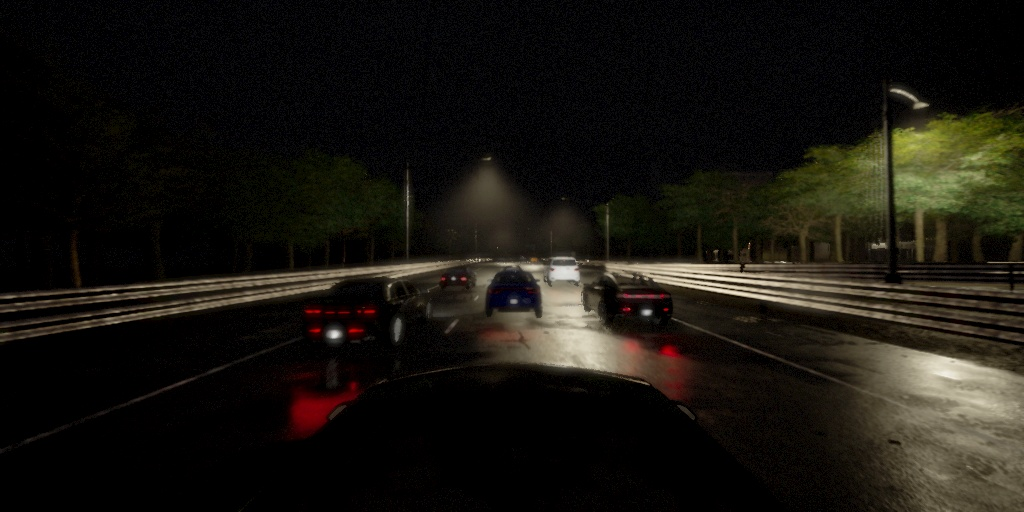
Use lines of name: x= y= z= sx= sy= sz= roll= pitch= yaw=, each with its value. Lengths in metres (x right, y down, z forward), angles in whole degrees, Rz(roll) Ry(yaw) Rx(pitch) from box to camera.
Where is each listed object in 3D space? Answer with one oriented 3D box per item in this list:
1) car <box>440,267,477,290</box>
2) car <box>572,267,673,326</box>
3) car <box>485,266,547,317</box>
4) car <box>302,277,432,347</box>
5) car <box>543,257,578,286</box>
car: x=-3.461 y=1.403 z=23.805 sx=2.033 sy=1.411 sz=5.357 roll=0 pitch=0 yaw=0
car: x=3.564 y=1.296 z=11.856 sx=2.128 sy=1.511 sz=4.902 roll=0 pitch=0 yaw=0
car: x=0.073 y=1.292 z=13.559 sx=1.882 sy=1.535 sz=5.008 roll=0 pitch=-1 yaw=0
car: x=-3.453 y=1.297 z=9.445 sx=1.837 sy=1.490 sz=4.892 roll=0 pitch=0 yaw=1
car: x=3.562 y=1.087 z=26.521 sx=2.150 sy=2.045 sz=5.566 roll=0 pitch=0 yaw=0
